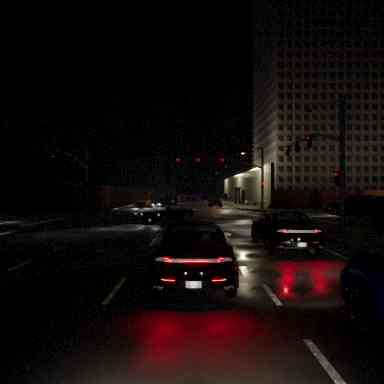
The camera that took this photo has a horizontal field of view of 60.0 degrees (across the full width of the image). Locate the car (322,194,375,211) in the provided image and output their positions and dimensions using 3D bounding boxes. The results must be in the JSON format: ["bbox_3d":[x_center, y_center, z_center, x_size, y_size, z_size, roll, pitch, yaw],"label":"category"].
[{"bbox_3d":[16.982,1.276,35.813,5.566,2.045,2.150,0,0,0],"label":"car"}]

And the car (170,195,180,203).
[{"bbox_3d":[-3.589,1.478,71.173,1.882,1.535,5.008,0,0,0],"label":"car"}]

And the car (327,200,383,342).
[{"bbox_3d":[3.596,1.221,3.319,2.150,2.045,5.566,0,0,0],"label":"car"}]

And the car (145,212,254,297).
[{"bbox_3d":[0.046,1.492,8.547,2.128,1.511,4.902,0,0,0],"label":"car"}]

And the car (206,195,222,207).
[{"bbox_3d":[3.511,1.526,50.514,1.812,1.442,4.674,0,0,0],"label":"car"}]

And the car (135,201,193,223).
[{"bbox_3d":[-1.835,1.632,24.913,1.895,1.301,4.718,0,0,30],"label":"car"}]

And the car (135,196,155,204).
[{"bbox_3d":[-7.153,1.478,49.321,1.882,1.535,5.008,0,0,0],"label":"car"}]

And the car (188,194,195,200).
[{"bbox_3d":[-0.111,1.328,89.071,1.837,1.490,4.892,0,0,0],"label":"car"}]

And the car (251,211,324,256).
[{"bbox_3d":[3.565,1.492,13.165,2.128,1.511,4.902,0,0,0],"label":"car"}]

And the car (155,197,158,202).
[{"bbox_3d":[-7.153,1.478,58.643,1.882,1.535,5.008,0,0,0],"label":"car"}]

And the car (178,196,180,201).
[{"bbox_3d":[-3.638,1.222,61.025,2.150,2.045,5.566,0,0,0],"label":"car"}]

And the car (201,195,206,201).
[{"bbox_3d":[3.393,1.500,85.244,1.837,1.490,4.892,0,0,0],"label":"car"}]

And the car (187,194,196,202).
[{"bbox_3d":[-0.099,1.347,78.818,2.097,1.767,4.553,0,0,0],"label":"car"}]

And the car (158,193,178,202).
[{"bbox_3d":[-3.650,1.352,51.436,2.097,1.767,4.553,0,0,0],"label":"car"}]

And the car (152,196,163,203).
[{"bbox_3d":[-7.086,1.601,69.005,1.895,1.301,4.718,0,0,0],"label":"car"}]
